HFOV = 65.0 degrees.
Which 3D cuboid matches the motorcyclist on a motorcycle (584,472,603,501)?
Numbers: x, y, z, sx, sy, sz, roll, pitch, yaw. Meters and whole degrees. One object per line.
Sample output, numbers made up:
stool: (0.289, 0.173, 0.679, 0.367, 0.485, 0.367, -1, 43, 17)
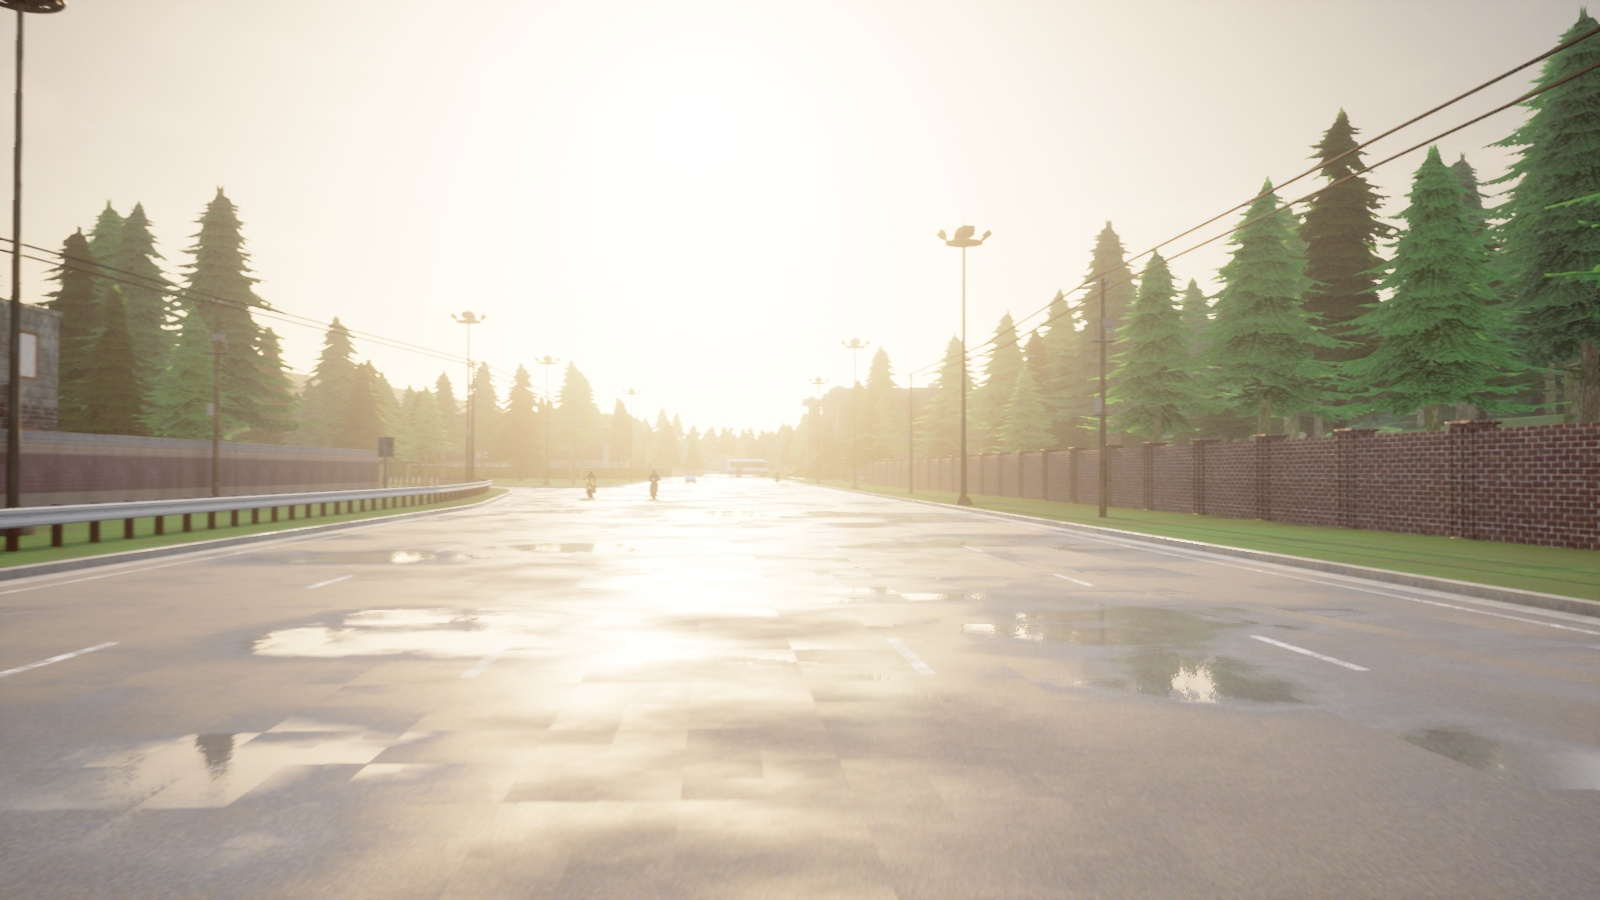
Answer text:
motorcyclist on a motorcycle: (-11.324, 1.992, 68.848, 0.797, 1.523, 2.044, 0, -1, -3)
